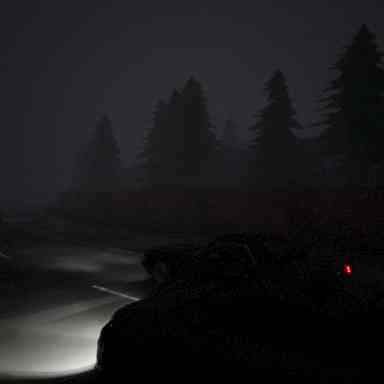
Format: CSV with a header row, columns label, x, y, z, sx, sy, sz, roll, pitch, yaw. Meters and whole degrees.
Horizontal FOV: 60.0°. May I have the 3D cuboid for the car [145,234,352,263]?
label,x,y,z,sx,sy,sz,roll,pitch,yaw
car,1.008,1.638,7.743,4.718,1.301,1.895,0,0,39

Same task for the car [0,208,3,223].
label,x,y,z,sx,sy,sz,roll,pitch,yaw
car,-16.323,1.688,26.445,2.128,1.511,4.902,0,0,-35

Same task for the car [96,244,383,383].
label,x,y,z,sx,sy,sz,roll,pitch,yaw
car,0.901,1.579,3.490,4.181,1.385,1.994,-1,0,37
